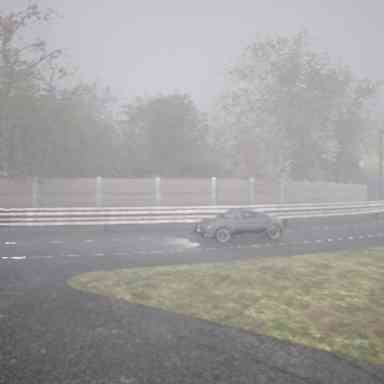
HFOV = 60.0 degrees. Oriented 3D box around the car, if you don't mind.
[{"bbox_3d":[2.139,1.515,15.628,4.181,1.385,1.994,0,0,-22],"label":"car"}]
